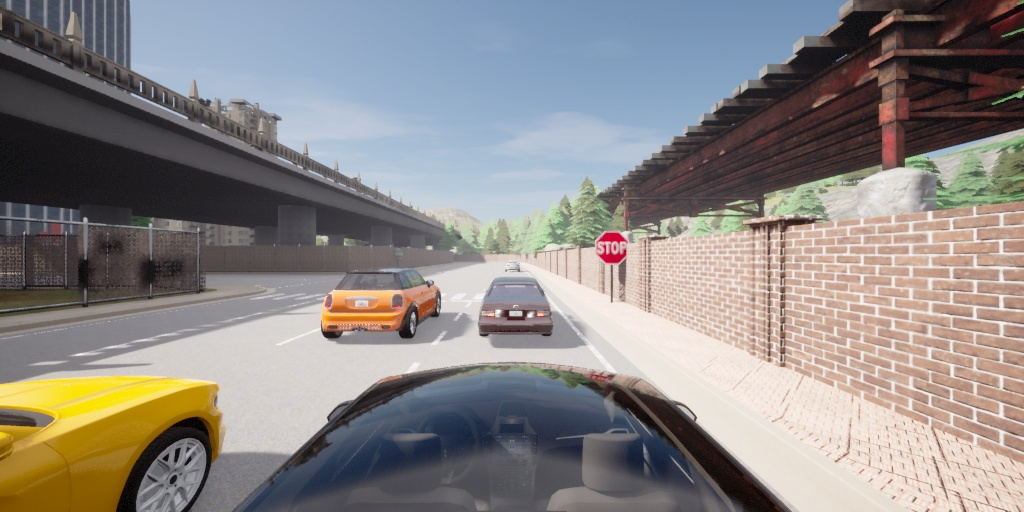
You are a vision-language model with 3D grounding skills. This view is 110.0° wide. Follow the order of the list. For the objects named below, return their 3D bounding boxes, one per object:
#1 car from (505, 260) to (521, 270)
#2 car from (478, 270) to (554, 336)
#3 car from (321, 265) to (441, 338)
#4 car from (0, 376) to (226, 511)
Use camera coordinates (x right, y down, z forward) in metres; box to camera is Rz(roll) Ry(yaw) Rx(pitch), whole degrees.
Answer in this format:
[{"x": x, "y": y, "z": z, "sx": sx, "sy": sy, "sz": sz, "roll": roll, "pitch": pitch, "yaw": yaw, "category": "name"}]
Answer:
[{"x": 0.083, "y": 1.276, "z": 46.187, "sx": 1.812, "sy": 1.442, "sz": 4.674, "roll": 0, "pitch": 0, "yaw": -1, "category": "car"}, {"x": 0.082, "y": 1.297, "z": 10.304, "sx": 2.033, "sy": 1.411, "sz": 5.357, "roll": 0, "pitch": 0, "yaw": 0, "category": "car"}, {"x": -3.419, "y": 1.102, "z": 10.283, "sx": 2.097, "sy": 1.767, "sz": 4.553, "roll": 0, "pitch": 0, "yaw": 0, "category": "car"}, {"x": -3.396, "y": 1.228, "z": 1.025, "sx": 1.882, "sy": 1.535, "sz": 5.008, "roll": 0, "pitch": 0, "yaw": 0, "category": "car"}]
